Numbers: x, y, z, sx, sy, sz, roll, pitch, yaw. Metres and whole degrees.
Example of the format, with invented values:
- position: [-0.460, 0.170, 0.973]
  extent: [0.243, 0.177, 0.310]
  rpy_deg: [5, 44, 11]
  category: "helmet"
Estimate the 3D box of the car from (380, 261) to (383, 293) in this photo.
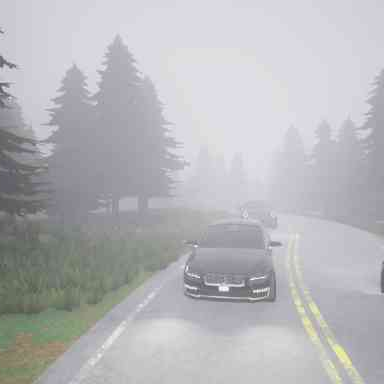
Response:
- position: [4.499, 1.308, 4.645]
  extent: [2.097, 1.767, 4.553]
  rpy_deg: [-1, 0, 8]
  category: "car"

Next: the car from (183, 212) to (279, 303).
- position: [1.102, 1.496, 8.420]
  extent: [1.837, 1.490, 4.892]
  rpy_deg: [-1, 0, 13]
  category: "car"

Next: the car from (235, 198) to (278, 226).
- position: [3.971, 1.267, 20.824]
  extent: [2.097, 1.767, 4.553]
  rpy_deg: [-1, 0, 4]
  category: "car"

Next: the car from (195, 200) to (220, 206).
- position: [1.975, 1.799, 44.866]
  extent: [1.812, 1.442, 4.674]
  rpy_deg: [3, -5, -35]
  category: "car"

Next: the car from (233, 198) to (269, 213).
- position: [6.247, 1.410, 35.735]
  extent: [1.837, 1.490, 4.892]
  rpy_deg: [2, -1, -15]
  category: "car"
